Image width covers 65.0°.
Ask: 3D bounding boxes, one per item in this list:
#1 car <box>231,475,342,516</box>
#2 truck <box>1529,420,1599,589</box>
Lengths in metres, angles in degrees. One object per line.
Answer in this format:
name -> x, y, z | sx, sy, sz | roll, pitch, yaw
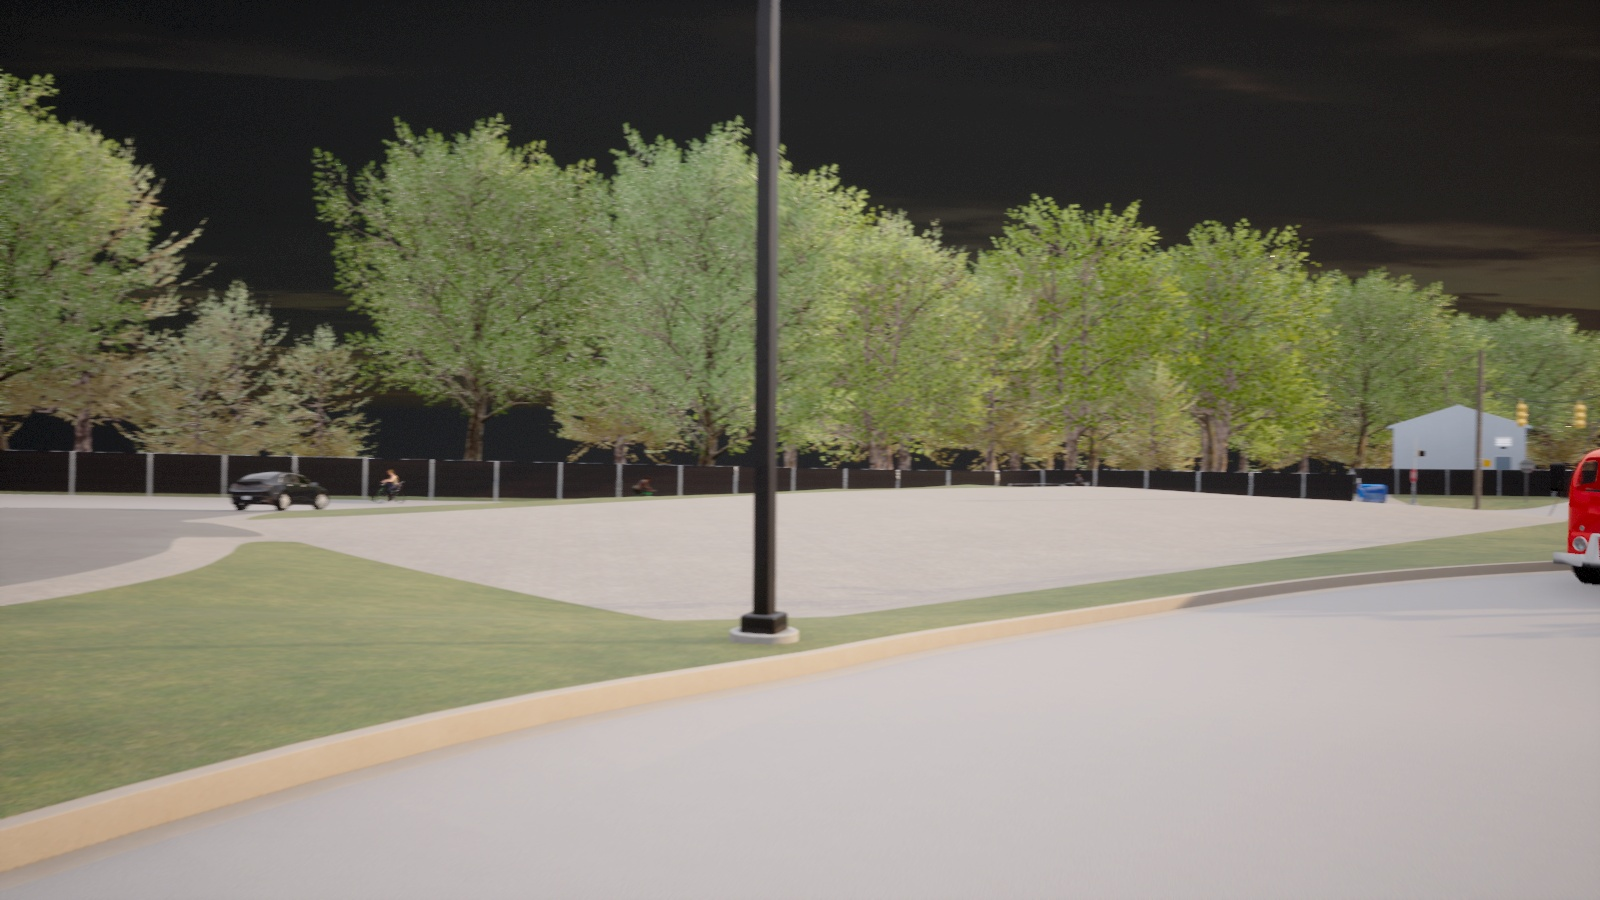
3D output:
car -> -19.845, 1.768, 48.813 | 1.837, 1.490, 4.892 | -1, -2, 7
truck -> 14.150, 0.776, 19.445 | 5.204, 2.467, 2.627 | -1, 2, -29
